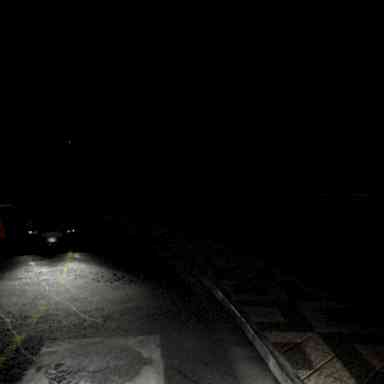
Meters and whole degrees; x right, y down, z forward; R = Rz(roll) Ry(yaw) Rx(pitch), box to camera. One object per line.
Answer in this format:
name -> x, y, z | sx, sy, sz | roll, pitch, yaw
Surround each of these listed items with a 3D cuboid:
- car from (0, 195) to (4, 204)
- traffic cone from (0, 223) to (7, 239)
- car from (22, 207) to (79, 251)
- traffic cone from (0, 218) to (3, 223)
car -> -29.423, 1.013, 49.674 | 1.837, 1.490, 4.892 | 0, 1, -33
traffic cone -> -8.894, 1.874, 15.649 | 0.340, 0.580, 0.340 | 0, 0, -27
car -> -5.955, 1.435, 14.091 | 2.128, 1.511, 4.902 | 0, 0, -24
traffic cone -> -11.302, 1.842, 19.704 | 0.340, 0.580, 0.340 | 0, 0, -33
